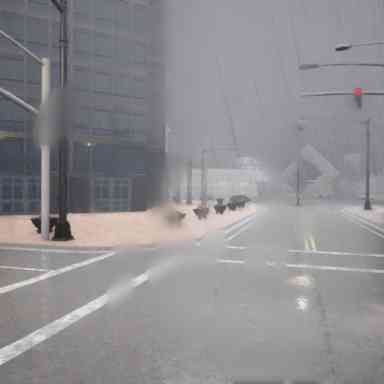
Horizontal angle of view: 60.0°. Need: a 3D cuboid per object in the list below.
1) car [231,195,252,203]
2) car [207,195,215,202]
[{"bbox_3d":[9.503,1.285,64.568,1.837,1.490,4.892,-1,1,-31],"label":"car"},{"bbox_3d":[3.366,1.284,69.811,1.994,1.385,4.181,0,0,-17],"label":"car"}]
